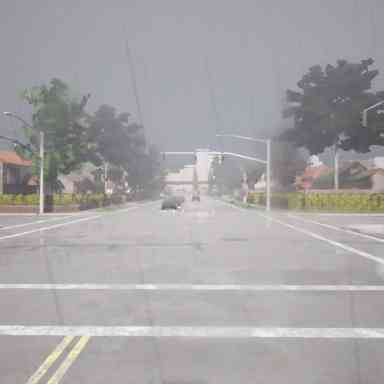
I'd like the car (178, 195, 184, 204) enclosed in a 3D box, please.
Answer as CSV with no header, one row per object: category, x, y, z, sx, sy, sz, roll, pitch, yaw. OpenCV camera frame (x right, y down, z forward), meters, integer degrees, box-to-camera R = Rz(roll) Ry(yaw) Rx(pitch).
car,-2.774,1.504,53.270,1.837,1.490,4.892,0,0,1

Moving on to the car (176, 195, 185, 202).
car,-2.555,1.478,73.944,1.882,1.535,5.008,0,0,0

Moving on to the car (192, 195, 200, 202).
car,0.981,1.500,79.125,1.837,1.490,4.892,0,0,0

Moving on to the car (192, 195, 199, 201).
car,1.051,1.514,89.523,1.812,1.442,4.674,0,0,0

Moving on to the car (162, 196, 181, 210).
car,-2.852,1.547,43.438,2.033,1.411,5.357,0,0,0
